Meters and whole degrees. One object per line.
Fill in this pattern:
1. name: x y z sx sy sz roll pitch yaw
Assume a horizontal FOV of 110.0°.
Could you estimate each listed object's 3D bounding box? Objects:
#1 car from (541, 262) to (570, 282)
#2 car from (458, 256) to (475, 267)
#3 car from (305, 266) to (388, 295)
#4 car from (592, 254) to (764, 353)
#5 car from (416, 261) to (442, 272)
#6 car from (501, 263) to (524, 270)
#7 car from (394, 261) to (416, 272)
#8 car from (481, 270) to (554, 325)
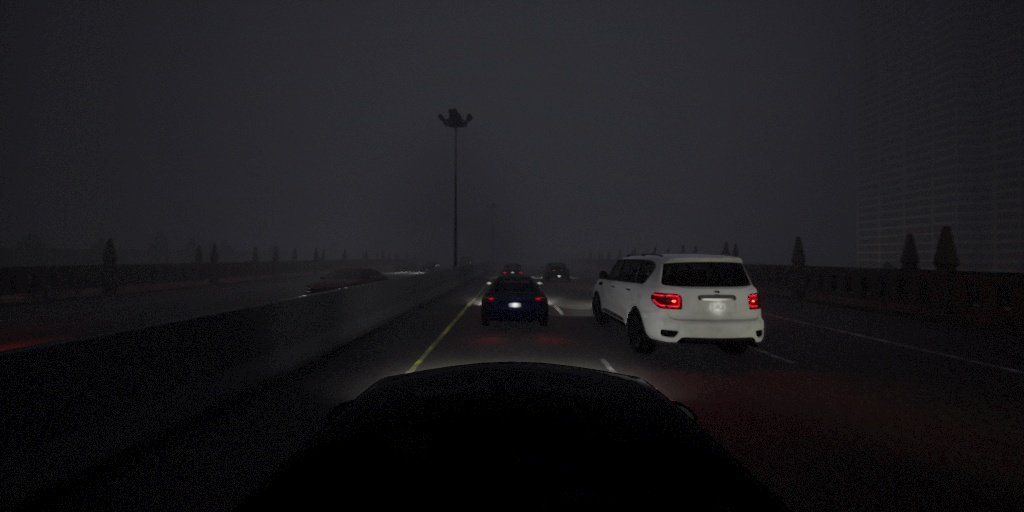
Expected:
1. car: 3.556 1.269 29.433 1.837 1.490 4.892 0 0 0
2. car: -7.148 0.994 57.112 2.150 2.045 5.566 0 0 0
3. car: -7.120 1.239 15.941 1.882 1.535 5.008 0 0 0
4. car: 3.589 0.974 8.951 2.150 2.045 5.566 0 0 0
5. car: -10.645 1.328 47.581 2.033 1.411 5.357 0 0 0
6. car: 0.056 1.313 29.562 2.033 1.411 5.357 0 0 0
7. car: -14.159 1.330 48.381 2.033 1.411 5.357 0 0 0
8. car: 0.083 1.320 11.853 1.994 1.385 4.181 0 0 0
